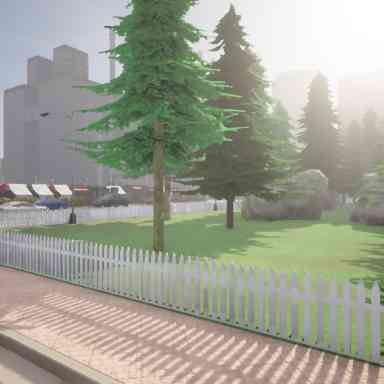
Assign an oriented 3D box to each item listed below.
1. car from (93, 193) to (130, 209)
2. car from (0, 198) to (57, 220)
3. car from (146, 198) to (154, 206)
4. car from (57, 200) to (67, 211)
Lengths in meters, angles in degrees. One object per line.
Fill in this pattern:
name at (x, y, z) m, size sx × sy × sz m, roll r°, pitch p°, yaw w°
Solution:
car at (-10.989, 1.221, 45.830) m, size 2.150 × 2.045 × 5.566 m, roll 0°, pitch 0°, yaw 34°
car at (-14.270, 1.526, 28.087) m, size 1.812 × 1.442 × 4.674 m, roll 0°, pitch 0°, yaw 34°
car at (-5.366, 1.352, 54.089) m, size 2.097 × 1.767 × 4.553 m, roll 0°, pitch 0°, yaw 34°
car at (-16.569, 1.478, 37.572) m, size 1.882 × 1.535 × 5.008 m, roll 0°, pitch 0°, yaw 34°
